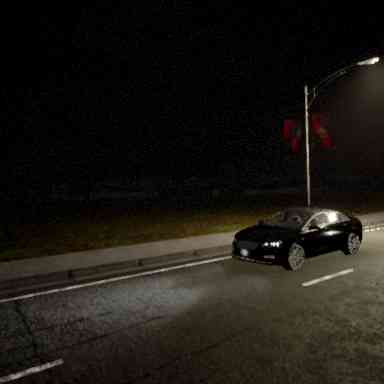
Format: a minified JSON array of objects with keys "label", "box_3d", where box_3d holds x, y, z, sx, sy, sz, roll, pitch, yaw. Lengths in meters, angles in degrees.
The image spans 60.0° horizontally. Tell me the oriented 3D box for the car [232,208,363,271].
[{"label":"car","box_3d":[3.355,1.266,10.206,4.902,1.511,2.128,-2,1,-36]}]
